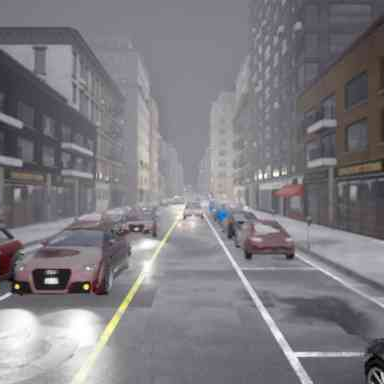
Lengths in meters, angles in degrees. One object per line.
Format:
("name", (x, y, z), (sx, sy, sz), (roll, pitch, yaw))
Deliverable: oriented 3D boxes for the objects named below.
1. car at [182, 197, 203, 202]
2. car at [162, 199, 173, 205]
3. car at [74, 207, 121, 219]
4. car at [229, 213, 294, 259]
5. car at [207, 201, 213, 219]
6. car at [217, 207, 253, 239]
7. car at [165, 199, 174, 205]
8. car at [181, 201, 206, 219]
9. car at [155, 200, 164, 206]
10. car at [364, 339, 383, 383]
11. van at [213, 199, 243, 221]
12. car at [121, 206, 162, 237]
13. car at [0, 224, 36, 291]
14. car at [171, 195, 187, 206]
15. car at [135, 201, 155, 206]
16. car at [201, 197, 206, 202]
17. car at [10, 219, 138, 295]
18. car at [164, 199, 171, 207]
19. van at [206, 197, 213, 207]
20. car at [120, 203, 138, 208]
("car", (0.077, 1.878, 45.727), (2.128, 1.511, 4.902), (0, 0, 0))
("car", (-5.358, 2.177, 73.297), (1.887, 1.381, 4.507), (0, -1, 0))
("car", (-5.380, 1.727, 18.190), (1.802, 1.307, 4.206), (0, 0, 0))
("car", (2.643, 1.682, 12.677), (1.802, 1.307, 4.206), (0, 0, 0))
("car", (2.649, 1.789, 29.208), (2.008, 1.369, 4.403), (0, -1, 0))
("car", (2.645, 1.711, 18.187), (1.947, 1.339, 4.313), (0, 0, 0))
("car", (-5.355, 2.247, 78.808), (1.947, 1.339, 4.313), (0, -1, 0))
("car", (0.119, 1.863, 31.955), (1.895, 1.301, 4.718), (0, 0, 0))
("car", (-5.369, 1.936, 45.743), (2.008, 1.369, 4.403), (0, -1, 0))
("car", (2.638, 1.580, 1.654), (1.947, 1.339, 4.313), (0, 0, 0))
("van", (2.647, 1.532, 23.699), (1.690, 1.788, 3.998), (0, 0, 0))
("car", (-2.831, 1.716, 18.962), (1.994, 1.385, 4.181), (0, 0, 0))
("car", (-5.384, 1.497, 7.170), (1.967, 1.590, 4.097), (0, 0, 0))
("car", (-2.727, 1.941, 67.639), (2.097, 1.767, 4.553), (0, -1, 0))
("car", (-5.374, 1.727, 34.723), (1.967, 1.590, 4.097), (0, -1, 0))
("car", (2.250, 2.000, 55.622), (1.812, 1.442, 4.674), (0, -1, 0))
("car", (-2.844, 1.633, 8.750), (1.994, 1.385, 4.181), (0, 0, 0))
("car", (-5.362, 2.116, 62.275), (1.802, 1.307, 4.206), (0, -1, 0))
("van", (2.651, 1.628, 34.720), (1.690, 1.788, 3.998), (0, -1, 0))
("car", (-5.378, 1.742, 23.701), (2.008, 1.369, 4.403), (0, 0, 0))
